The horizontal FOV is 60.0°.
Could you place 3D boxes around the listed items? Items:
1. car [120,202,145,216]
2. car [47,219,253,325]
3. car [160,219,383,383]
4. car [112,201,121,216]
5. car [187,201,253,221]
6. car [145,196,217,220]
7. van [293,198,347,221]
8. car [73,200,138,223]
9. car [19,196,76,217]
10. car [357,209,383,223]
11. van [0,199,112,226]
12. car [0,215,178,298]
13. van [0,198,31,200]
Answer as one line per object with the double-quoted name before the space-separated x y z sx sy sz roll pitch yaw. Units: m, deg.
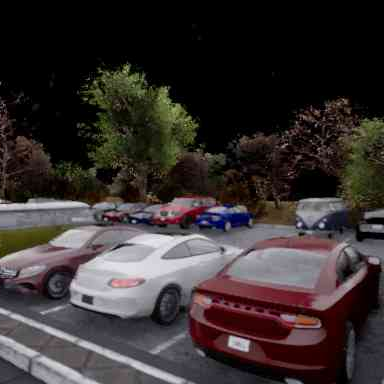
"car" -2.484 1.573 24.163 2.163 1.488 4.792 0 0 35
"car" -0.370 1.575 7.277 2.002 1.452 4.674 -1 0 35
"car" 1.933 1.501 5.640 2.097 1.535 5.008 -1 0 35
"car" -4.787 1.557 25.797 2.163 1.488 4.792 0 0 35
"car" 2.144 1.571 20.908 2.097 1.535 5.008 1 0 35
"car" -0.180 1.308 22.529 2.435 2.045 5.566 0 0 35
"van" 6.790 1.309 17.470 1.878 1.987 4.442 -1 0 35
"car" -6.967 1.514 27.389 2.231 1.521 4.892 0 0 35
"car" -13.897 1.339 32.260 2.185 1.767 4.553 0 0 35
"car" 9.184 1.530 15.955 2.163 1.488 4.792 -1 -1 35
"van" -5.026 1.346 10.725 1.878 1.987 4.442 0 0 35
"car" -2.679 1.604 8.921 2.002 1.452 4.674 -1 0 35
"van" -9.536 1.319 13.925 1.878 1.987 4.442 0 0 35
